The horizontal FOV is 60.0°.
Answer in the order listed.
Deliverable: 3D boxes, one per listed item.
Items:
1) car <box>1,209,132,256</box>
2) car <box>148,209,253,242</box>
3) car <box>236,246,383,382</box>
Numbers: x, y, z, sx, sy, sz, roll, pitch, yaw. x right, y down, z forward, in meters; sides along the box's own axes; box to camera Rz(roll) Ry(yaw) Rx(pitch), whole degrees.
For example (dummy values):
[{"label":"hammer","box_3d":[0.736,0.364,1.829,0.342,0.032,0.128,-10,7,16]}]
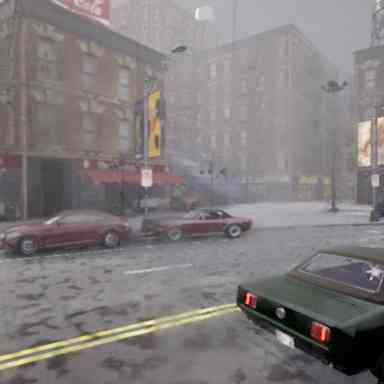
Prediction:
[{"label":"car","box_3d":[-4.631,1.415,12.747,4.674,1.452,2.002,0,1,-32]},{"label":"car","box_3d":[0.370,1.453,15.545,4.718,1.301,1.895,0,1,-22]},{"label":"car","box_3d":[3.128,1.545,5.229,4.718,1.301,1.895,0,1,-28]}]
